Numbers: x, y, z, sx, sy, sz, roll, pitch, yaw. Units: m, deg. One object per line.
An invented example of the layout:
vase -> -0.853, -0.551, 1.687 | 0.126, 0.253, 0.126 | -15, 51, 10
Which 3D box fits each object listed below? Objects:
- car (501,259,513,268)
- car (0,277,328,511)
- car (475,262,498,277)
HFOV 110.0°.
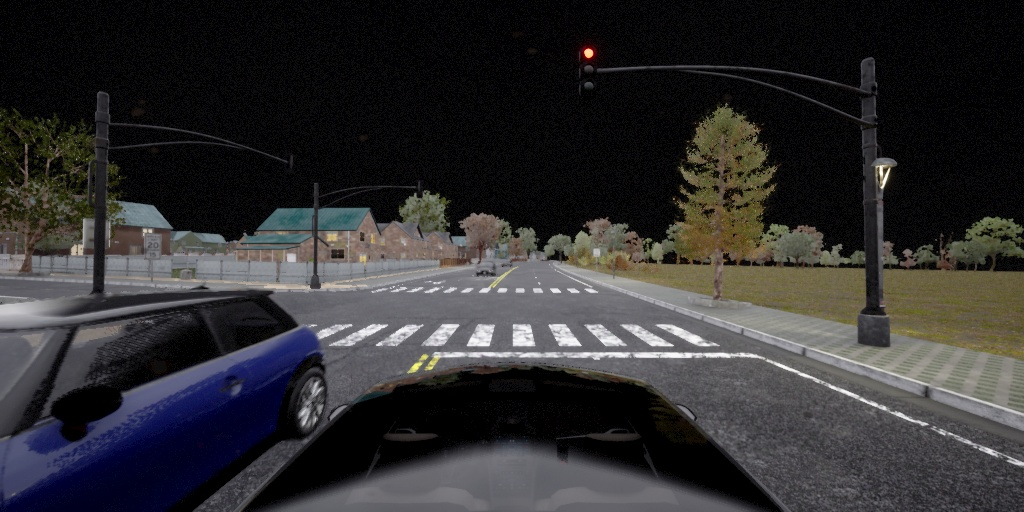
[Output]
car -> -0.928, 1.307, 64.913 | 1.837, 1.490, 4.892 | 0, 0, 4
car -> -3.240, 1.101, 2.353 | 2.097, 1.767, 4.553 | 0, 0, 0
car -> -2.512, 1.339, 36.399 | 1.837, 1.490, 4.892 | 0, 0, 2
